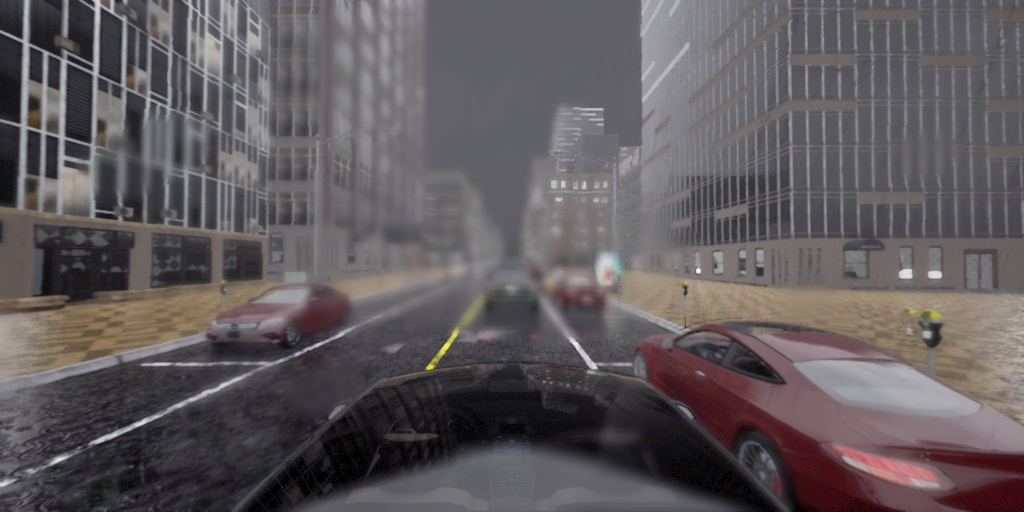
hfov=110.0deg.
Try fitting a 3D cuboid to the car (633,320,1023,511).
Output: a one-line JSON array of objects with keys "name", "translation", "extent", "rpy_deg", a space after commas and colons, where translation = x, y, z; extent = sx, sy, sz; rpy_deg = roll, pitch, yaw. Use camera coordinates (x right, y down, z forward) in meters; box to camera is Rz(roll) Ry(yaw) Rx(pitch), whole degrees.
[{"name": "car", "translation": [2.691, 1.356, 3.890], "extent": [1.802, 1.307, 4.207], "rpy_deg": [0, 0, 0]}]

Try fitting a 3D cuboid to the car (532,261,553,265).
[{"name": "car", "translation": [2.682, 1.388, 31.685], "extent": [2.192, 1.841, 5.009], "rpy_deg": [0, 0, 0]}]

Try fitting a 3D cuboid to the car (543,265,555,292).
[{"name": "car", "translation": [2.686, 1.479, 20.737], "extent": [1.751, 1.417, 4.829], "rpy_deg": [0, 0, 0]}]

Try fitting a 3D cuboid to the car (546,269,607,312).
[{"name": "car", "translation": [2.687, 1.439, 15.008], "extent": [1.888, 1.381, 4.507], "rpy_deg": [0, 0, 0]}]

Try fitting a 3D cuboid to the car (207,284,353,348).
[{"name": "car", "translation": [-5.692, 1.415, 9.446], "extent": [1.802, 1.307, 4.207], "rpy_deg": [0, 0, 0]}]

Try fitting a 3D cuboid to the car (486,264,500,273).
[{"name": "car", "translation": [-3.038, 1.917, 57.380], "extent": [1.994, 1.385, 4.181], "rpy_deg": [0, -1, 1]}]

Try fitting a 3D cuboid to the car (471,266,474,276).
[{"name": "car", "translation": [-5.702, 1.634, 42.802], "extent": [1.967, 1.591, 4.097], "rpy_deg": [0, 0, 0]}]

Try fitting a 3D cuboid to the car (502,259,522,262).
[{"name": "car", "translation": [0.001, 1.274, 29.422], "extent": [2.150, 2.045, 5.566], "rpy_deg": [0, 0, 0]}]

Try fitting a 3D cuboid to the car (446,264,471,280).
[{"name": "car", "translation": [-5.701, 1.659, 37.073], "extent": [1.751, 1.417, 4.829], "rpy_deg": [0, 0, 0]}]

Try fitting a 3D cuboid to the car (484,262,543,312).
[{"name": "car", "translation": [0.018, 1.248, 15.284], "extent": [2.097, 1.767, 4.553], "rpy_deg": [0, -1, 0]}]
